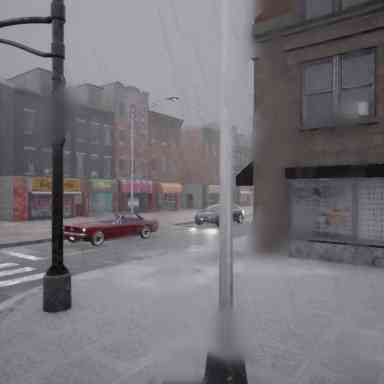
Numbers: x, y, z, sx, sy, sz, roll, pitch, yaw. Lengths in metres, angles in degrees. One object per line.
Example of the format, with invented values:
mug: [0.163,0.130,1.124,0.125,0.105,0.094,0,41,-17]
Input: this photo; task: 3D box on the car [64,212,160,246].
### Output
car: [-3.739,1.633,15.695,1.895,1.301,4.718,0,0,35]

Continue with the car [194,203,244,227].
car: [2.049,1.568,23.833,1.837,1.490,4.892,0,0,35]
